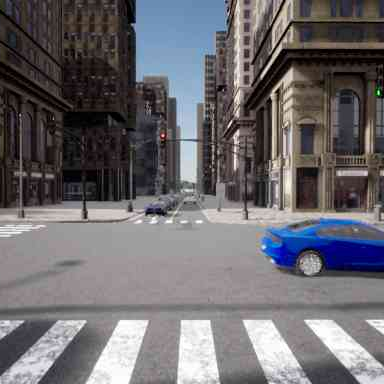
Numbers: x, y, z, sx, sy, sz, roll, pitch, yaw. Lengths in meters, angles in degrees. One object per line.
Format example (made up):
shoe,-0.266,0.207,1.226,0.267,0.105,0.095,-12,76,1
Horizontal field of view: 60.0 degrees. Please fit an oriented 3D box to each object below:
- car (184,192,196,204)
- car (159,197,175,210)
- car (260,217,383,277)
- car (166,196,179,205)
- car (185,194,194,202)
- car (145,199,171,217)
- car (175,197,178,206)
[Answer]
car,-0.381,1.206,62.418,2.150,2.045,5.566,0,0,0
car,-3.429,1.493,40.918,1.837,1.490,4.892,0,0,0
car,4.562,1.535,9.689,5.008,1.535,1.882,2,0,0
car,-3.522,1.532,60.926,2.033,1.411,5.357,0,0,0
car,-0.536,1.338,72.844,2.097,1.767,4.553,0,0,0
car,-3.354,1.592,31.589,1.895,1.301,4.718,0,0,-1
car,-3.485,1.512,50.248,1.812,1.442,4.674,0,0,-1
